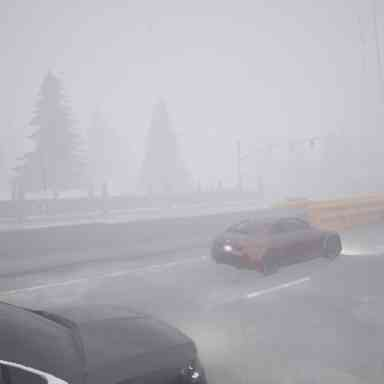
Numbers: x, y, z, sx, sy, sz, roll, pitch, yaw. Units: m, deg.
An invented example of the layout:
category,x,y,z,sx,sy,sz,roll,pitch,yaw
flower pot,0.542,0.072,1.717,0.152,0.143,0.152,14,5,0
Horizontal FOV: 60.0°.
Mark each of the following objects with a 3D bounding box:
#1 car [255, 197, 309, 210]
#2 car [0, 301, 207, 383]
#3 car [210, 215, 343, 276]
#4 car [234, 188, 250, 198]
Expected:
category,x,y,z,sx,sy,sz,roll,pitch,yaw
car,6.165,1.032,21.212,4.718,1.301,1.895,-3,2,-35
car,-2.118,1.511,2.235,4.892,1.490,1.837,-1,0,-35
car,2.575,1.367,9.873,4.181,1.385,1.994,-3,2,-35
car,7.540,0.166,52.516,2.128,1.511,4.902,-3,2,-35
